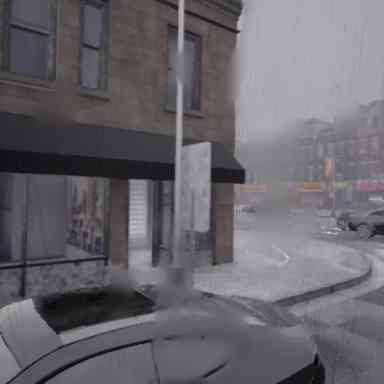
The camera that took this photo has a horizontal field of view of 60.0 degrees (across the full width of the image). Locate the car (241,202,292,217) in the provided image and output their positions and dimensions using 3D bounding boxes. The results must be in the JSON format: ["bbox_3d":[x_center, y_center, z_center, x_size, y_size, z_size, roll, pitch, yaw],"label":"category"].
[{"bbox_3d":[7.470,1.716,33.792,2.033,1.411,5.357,2,-1,-36],"label":"car"}]

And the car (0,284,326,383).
[{"bbox_3d":[-0.956,1.526,2.320,4.674,1.442,1.812,0,0,-35],"label":"car"}]

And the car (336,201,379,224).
[{"bbox_3d":[10.479,1.363,18.252,2.097,1.767,4.553,2,-1,-36],"label":"car"}]

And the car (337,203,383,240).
[{"bbox_3d":[9.286,1.415,14.349,2.128,1.511,4.902,2,-1,-36],"label":"car"}]
